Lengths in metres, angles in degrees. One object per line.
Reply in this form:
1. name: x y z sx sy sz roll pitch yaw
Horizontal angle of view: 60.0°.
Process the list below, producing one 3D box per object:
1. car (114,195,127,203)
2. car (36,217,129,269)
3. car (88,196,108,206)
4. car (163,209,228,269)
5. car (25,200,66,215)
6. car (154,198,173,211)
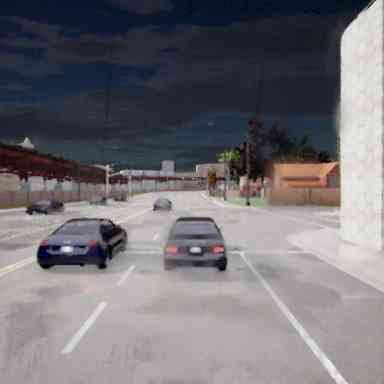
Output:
1. car: -14.009 1.303 65.480 1.837 1.490 4.892 0 0 0
2. car: -3.409 1.530 11.101 1.994 1.385 4.181 0 0 0
3. car: -14.078 1.356 50.038 1.837 1.490 4.892 0 0 0
4. car: 0.092 1.513 10.932 2.033 1.411 5.357 0 0 0
5. car: -14.100 1.450 32.387 2.033 1.411 5.357 0 0 0
6. car: -3.400 1.445 39.487 1.994 1.385 4.181 0 0 0
